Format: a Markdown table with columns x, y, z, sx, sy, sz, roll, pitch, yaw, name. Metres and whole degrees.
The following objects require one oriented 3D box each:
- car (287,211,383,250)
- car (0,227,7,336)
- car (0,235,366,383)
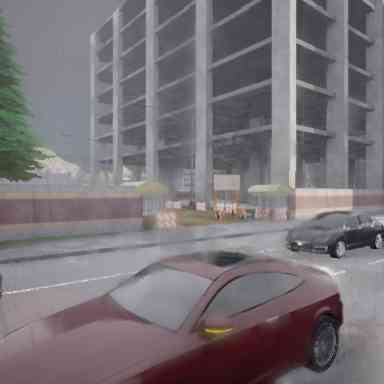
| x | y | z | sx | sy | sz | roll | pitch | yaw | name |
| --- | --- | --- | --- | --- | --- | --- | --- | --- | --- |
| 5.582 | 1.505 | 12.741 | 4.892 | 1.490 | 1.837 | 0 | 0 | -38 | car |
| -5.530 | 1.478 | 4.677 | 5.008 | 1.535 | 1.882 | 0 | 0 | -33 | car |
| 0.101 | 1.525 | 4.049 | 4.674 | 1.442 | 1.812 | 0 | 0 | -39 | car |
